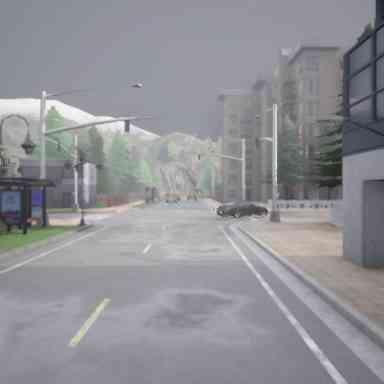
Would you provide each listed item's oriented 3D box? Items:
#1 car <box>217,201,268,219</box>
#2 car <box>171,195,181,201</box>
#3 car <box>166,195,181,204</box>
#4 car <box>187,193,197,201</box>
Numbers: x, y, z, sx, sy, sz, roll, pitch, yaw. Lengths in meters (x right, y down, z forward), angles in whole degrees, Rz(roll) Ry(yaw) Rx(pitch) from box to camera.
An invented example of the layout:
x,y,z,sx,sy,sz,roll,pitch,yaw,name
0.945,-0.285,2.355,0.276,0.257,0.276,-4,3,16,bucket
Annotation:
x,y,z,sx,sy,sz,roll,pitch,yaw,name
4.249,1.447,27.809,4.674,1.442,1.812,0,-1,-34,car
-3.491,1.354,73.504,1.895,1.301,4.718,0,0,0,car
-3.540,1.305,58.242,2.128,1.511,4.902,0,0,0,car
0.008,0.941,71.539,2.097,1.767,4.553,0,0,0,car
